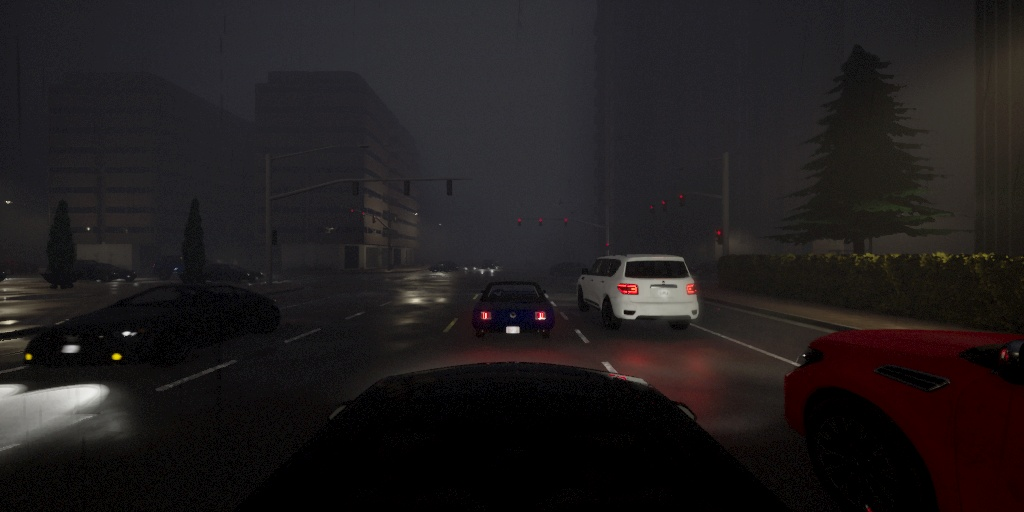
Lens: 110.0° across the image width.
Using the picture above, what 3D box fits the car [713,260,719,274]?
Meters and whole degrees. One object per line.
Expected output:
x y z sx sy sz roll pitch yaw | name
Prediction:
20.822 1.228 37.631 5.008 1.535 1.882 0 0 1 | car

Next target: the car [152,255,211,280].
-27.502 0.972 30.842 5.566 2.045 2.150 0 0 0 | car

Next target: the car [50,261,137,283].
-31.590 1.276 27.379 4.674 1.442 1.812 0 0 1 | car

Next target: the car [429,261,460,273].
-8.008 1.297 43.214 2.033 1.411 5.357 0 0 15 | car

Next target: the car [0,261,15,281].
-41.843 1.276 27.466 4.674 1.442 1.812 0 0 1 | car

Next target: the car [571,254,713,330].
3.575 0.971 11.300 2.150 2.045 5.566 0 0 -2 | car

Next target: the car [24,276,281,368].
-7.109 1.314 7.770 1.994 1.385 4.181 0 0 0 | car

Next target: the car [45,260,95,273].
-36.971 1.102 30.927 4.553 1.767 2.097 0 0 1 | car

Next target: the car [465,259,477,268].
-7.165 1.275 63.070 1.812 1.442 4.674 0 0 0 | car

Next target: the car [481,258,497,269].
-3.675 1.255 55.476 1.837 1.490 4.892 0 0 0 | car

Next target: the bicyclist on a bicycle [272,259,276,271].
-28.697 1.051 42.836 0.582 1.620 1.656 0 0 0 | bicyclist on a bicycle

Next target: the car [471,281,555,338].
0.044 1.351 10.171 1.895 1.301 4.718 0 0 0 | car

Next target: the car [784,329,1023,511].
3.601 0.971 0.938 2.150 2.045 5.566 0 0 0 | car

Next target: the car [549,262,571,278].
5.754 1.255 32.481 4.892 1.490 1.837 0 1 26 | car

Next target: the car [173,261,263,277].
-22.006 1.297 27.272 5.357 1.411 2.033 0 0 1 | car
